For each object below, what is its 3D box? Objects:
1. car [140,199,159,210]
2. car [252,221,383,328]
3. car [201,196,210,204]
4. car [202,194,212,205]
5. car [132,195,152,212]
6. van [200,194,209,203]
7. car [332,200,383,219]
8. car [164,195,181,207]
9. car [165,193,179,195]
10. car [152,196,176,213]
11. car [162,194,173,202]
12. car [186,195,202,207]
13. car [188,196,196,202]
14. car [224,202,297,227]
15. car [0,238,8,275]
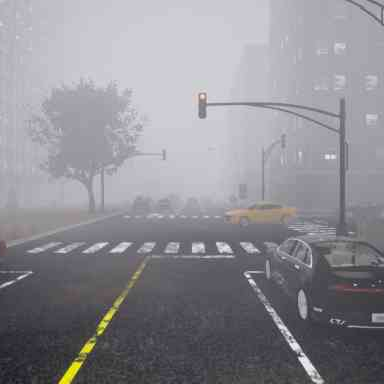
[{"bbox_3d":[-5.701,1.592,44.811,1.947,1.339,4.313,0,0,0],"label":"car"},{"bbox_3d":[2.688,1.551,6.902,2.008,1.369,4.403,0,0,0],"label":"car"},{"bbox_3d":[2.676,1.578,67.074,1.752,1.417,4.829,0,0,0],"label":"car"},{"bbox_3d":[2.677,1.611,61.381,1.947,1.339,4.313,0,0,0],"label":"car"},{"bbox_3d":[-5.700,1.336,39.288,2.192,1.841,5.009,0,0,0],"label":"car"},{"bbox_3d":[2.674,1.402,72.428,1.690,1.788,3.998,0,0,0],"label":"van"},{"bbox_3d":[13.421,1.350,26.310,4.403,1.369,2.008,-1,1,-1],"label":"car"},{"bbox_3d":[-3.104,1.521,48.140,2.128,1.511,4.902,0,0,0],"label":"car"},{"bbox_3d":[-3.097,1.263,58.718,2.150,2.045,5.566,0,0,-1],"label":"car"},{"bbox_3d":[-3.106,1.525,37.933,1.837,1.490,4.892,0,0,0],"label":"car"},{"bbox_3d":[-5.708,1.386,77.948,2.192,1.841,5.009,0,0,0],"label":"car"},{"bbox_3d":[0.098,1.582,52.476,2.033,1.411,5.357,0,0,0],"label":"car"},{"bbox_3d":[-0.015,1.665,77.644,1.895,1.301,4.718,0,0,0],"label":"car"},{"bbox_3d":[4.613,1.456,22.459,5.008,1.535,1.882,-1,-1,-16],"label":"car"},{"bbox_3d":[-5.692,1.545,6.900,1.887,1.381,4.507,0,0,0],"label":"car"}]
